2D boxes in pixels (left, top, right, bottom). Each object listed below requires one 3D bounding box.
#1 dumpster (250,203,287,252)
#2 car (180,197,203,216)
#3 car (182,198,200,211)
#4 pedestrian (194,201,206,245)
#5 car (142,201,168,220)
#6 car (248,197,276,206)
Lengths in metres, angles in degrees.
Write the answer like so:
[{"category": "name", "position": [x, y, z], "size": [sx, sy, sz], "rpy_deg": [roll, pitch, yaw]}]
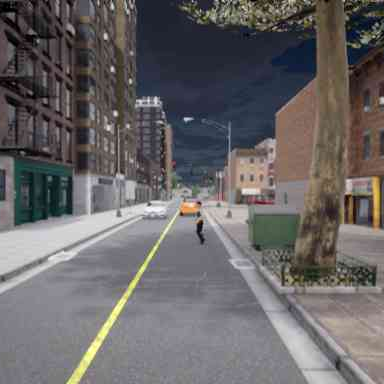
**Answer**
[{"category": "dumpster", "position": [2.958, 1.337, 13.103], "size": [1.020, 1.700, 1.940], "rpy_deg": [0, 0, 0]}, {"category": "car", "position": [-0.061, 1.301, 31.768], "size": [2.097, 1.767, 4.553], "rpy_deg": [0, 0, 0]}, {"category": "car", "position": [-0.027, 1.500, 41.502], "size": [1.837, 1.490, 4.892], "rpy_deg": [0, 0, 4]}, {"category": "pedestrian", "position": [0.323, 1.235, 13.632], "size": [0.375, 1.860, 0.375], "rpy_deg": [0, 0, -10]}, {"category": "car", "position": [-2.953, 1.464, 27.329], "size": [1.812, 1.442, 4.674], "rpy_deg": [0, 0, 0]}, {"category": "car", "position": [10.616, 1.628, 48.431], "size": [5.009, 1.841, 2.192], "rpy_deg": [1, -1, 0]}]
